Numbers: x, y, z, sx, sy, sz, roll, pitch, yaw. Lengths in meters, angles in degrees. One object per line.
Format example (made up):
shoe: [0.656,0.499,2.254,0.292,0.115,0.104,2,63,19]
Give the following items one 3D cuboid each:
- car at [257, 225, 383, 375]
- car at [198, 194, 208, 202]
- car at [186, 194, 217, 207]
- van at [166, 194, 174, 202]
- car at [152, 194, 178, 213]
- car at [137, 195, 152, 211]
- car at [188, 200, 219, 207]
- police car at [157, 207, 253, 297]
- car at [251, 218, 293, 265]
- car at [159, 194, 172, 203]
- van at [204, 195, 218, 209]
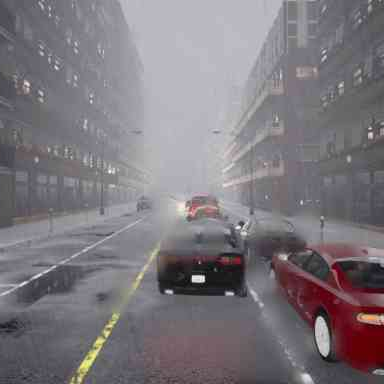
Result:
car: [2.572,1.546,5.704,1.887,1.381,4.507,1,0,0]
car: [2.576,1.329,79.425,2.192,1.841,5.009,1,0,0]
car: [0.823,1.229,24.574,2.150,2.045,5.566,0,0,0]
van: [-5.304,1.355,79.396,1.690,1.788,3.998,1,0,0]
car: [-2.752,1.227,37.030,2.150,2.045,5.566,0,0,0]
car: [-5.305,1.321,39.699,2.192,1.841,5.009,1,0,0]
car: [0.823,1.458,18.734,1.801,1.575,5.366,0,0,0]
police car: [0.434,1.426,8.799,1.930,1.638,5.238,0,0,7]
car: [2.572,1.553,11.375,2.008,1.369,4.403,1,0,0]
car: [-5.304,1.326,68.054,2.192,1.841,5.009,1,0,0]
van: [2.575,1.348,45.400,1.690,1.788,3.998,1,0,0]
